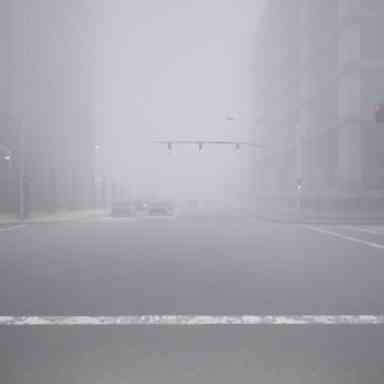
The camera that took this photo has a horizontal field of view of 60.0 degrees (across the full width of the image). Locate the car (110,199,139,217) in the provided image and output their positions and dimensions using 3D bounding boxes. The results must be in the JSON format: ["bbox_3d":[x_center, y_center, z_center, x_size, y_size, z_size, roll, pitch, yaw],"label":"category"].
[{"bbox_3d":[-7.095,1.713,34.521,1.837,1.490,4.892,0,0,0],"label":"car"}]

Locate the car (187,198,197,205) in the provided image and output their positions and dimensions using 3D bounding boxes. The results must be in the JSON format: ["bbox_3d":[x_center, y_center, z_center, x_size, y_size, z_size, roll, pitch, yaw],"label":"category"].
[{"bbox_3d":[0.015,1.992,72.904,1.994,1.385,4.181,0,0,0],"label":"car"}]

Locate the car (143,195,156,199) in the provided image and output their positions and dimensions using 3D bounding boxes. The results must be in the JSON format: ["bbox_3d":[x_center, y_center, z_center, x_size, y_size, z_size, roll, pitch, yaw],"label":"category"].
[{"bbox_3d":[-7.080,1.549,54.291,2.150,2.045,5.566,0,0,0],"label":"car"}]

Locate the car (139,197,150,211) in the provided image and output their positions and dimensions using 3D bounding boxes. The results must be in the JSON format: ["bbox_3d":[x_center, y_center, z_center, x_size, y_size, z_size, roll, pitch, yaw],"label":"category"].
[{"bbox_3d":[-7.091,1.770,43.926,1.837,1.490,4.892,0,0,0],"label":"car"}]

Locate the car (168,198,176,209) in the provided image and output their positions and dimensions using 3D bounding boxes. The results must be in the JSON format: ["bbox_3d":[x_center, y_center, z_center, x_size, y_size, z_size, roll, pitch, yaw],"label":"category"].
[{"bbox_3d":[-3.592,1.757,46.336,1.882,1.535,5.008,0,0,0],"label":"car"}]

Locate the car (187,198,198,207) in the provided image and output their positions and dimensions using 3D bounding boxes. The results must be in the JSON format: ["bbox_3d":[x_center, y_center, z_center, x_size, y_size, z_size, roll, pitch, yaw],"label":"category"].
[{"bbox_3d":[0.110,1.844,60.740,1.882,1.535,5.008,0,0,0],"label":"car"}]

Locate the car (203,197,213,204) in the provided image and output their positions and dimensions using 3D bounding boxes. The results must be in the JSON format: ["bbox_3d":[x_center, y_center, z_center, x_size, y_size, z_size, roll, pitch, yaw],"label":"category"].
[{"bbox_3d":[3.511,1.949,73.303,1.812,1.442,4.674,0,0,0],"label":"car"}]

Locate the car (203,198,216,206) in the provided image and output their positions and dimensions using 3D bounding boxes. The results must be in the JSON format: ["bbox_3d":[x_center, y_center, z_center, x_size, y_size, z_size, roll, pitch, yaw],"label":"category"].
[{"bbox_3d":[3.510,1.879,64.228,2.128,1.511,4.902,0,0,0],"label":"car"}]

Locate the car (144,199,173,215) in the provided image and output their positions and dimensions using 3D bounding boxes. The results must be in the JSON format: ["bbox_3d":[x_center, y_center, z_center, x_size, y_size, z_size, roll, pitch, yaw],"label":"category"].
[{"bbox_3d":[-3.595,1.769,36.690,2.033,1.411,5.357,0,0,0],"label":"car"}]
